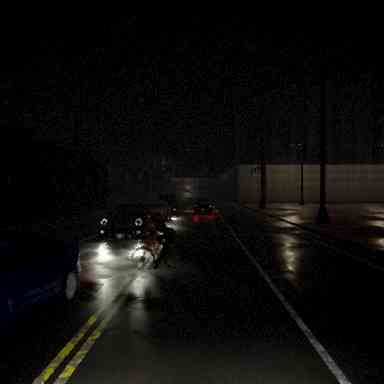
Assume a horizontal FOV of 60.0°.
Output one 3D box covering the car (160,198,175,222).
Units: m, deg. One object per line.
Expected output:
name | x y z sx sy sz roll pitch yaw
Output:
car | -2.720 1.478 26.662 1.882 1.535 5.008 0 0 2

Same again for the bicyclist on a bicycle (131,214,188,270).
bicyclist on a bicycle | -0.965 1.455 9.600 1.656 1.620 0.582 -2 0 2

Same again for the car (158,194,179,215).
car | -2.539 1.221 33.953 2.150 2.045 5.566 0 0 0

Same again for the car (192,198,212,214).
car | 1.129 1.526 34.729 1.812 1.442 4.674 0 0 1

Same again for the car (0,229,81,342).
car | -3.477 1.478 5.450 1.882 1.535 5.008 0 0 2

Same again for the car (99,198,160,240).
car | -3.121 1.352 16.841 2.097 1.767 4.553 0 0 2

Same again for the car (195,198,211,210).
car | 1.433 1.547 44.671 2.033 1.411 5.357 0 0 2
